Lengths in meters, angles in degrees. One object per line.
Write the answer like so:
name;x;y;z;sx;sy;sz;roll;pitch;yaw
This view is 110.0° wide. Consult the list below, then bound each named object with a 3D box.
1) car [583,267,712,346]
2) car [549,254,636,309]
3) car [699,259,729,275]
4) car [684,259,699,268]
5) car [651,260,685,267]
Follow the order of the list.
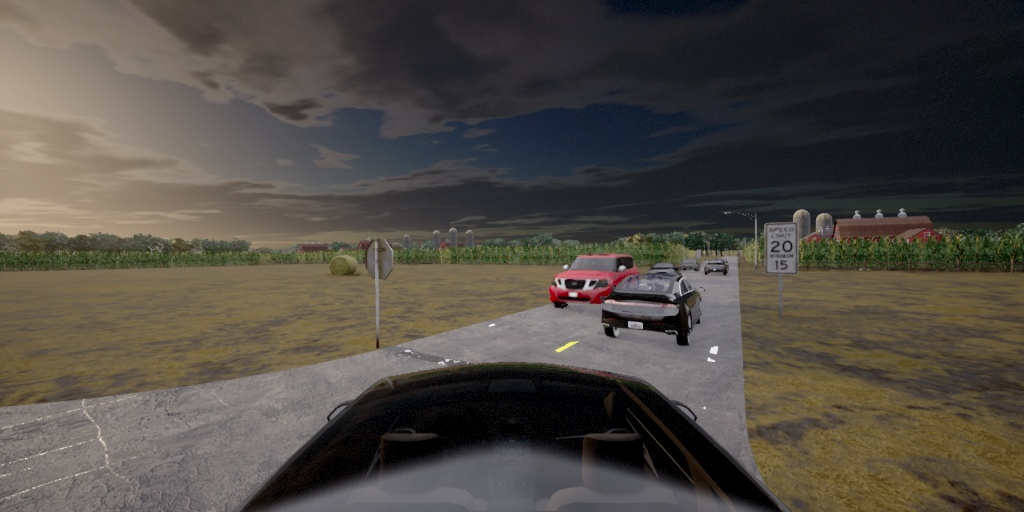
car;3.852;1.212;9.488;2.128;1.511;4.902;0;0;32
car;3.507;0.923;14.293;2.150;2.045;5.566;0;0;32
car;20.325;1.076;35.627;2.128;1.511;4.902;0;0;33
car;20.251;1.061;40.760;1.837;1.490;4.892;0;0;32
car;11.500;1.201;27.007;1.994;1.385;4.181;0;0;32
